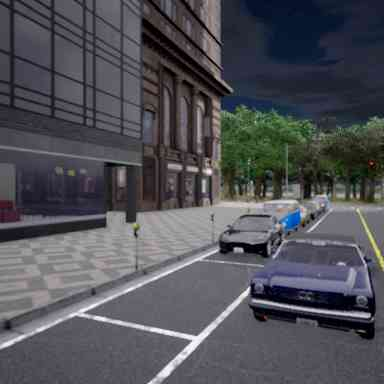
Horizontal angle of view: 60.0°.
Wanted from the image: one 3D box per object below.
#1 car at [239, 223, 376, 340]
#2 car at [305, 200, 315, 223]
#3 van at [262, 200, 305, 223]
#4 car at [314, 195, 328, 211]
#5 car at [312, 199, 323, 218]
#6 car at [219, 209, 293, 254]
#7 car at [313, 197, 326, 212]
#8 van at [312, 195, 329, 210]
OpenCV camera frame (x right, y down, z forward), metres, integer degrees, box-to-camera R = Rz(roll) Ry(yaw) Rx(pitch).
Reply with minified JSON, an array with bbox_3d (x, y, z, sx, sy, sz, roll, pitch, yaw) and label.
[{"bbox_3d":[2.624,1.597,6.864,1.895,1.301,4.718,0,0,25],"label":"car"},{"bbox_3d":[7.072,1.517,22.679,1.752,1.417,4.829,0,0,25],"label":"car"},{"bbox_3d":[4.813,1.335,17.920,1.690,1.788,3.998,0,0,25],"label":"van"},{"bbox_3d":[14.140,1.427,37.569,1.967,1.590,4.097,0,0,25],"label":"car"},{"bbox_3d":[9.477,1.555,27.744,1.947,1.339,4.313,0,0,25],"label":"car"},{"bbox_3d":[2.482,1.562,13.008,1.947,1.339,4.313,0,0,25],"label":"car"},{"bbox_3d":[11.736,1.514,32.503,1.752,1.417,4.829,0,0,25],"label":"car"},{"bbox_3d":[16.472,1.327,42.481,1.690,1.788,3.998,0,0,25],"label":"van"}]
